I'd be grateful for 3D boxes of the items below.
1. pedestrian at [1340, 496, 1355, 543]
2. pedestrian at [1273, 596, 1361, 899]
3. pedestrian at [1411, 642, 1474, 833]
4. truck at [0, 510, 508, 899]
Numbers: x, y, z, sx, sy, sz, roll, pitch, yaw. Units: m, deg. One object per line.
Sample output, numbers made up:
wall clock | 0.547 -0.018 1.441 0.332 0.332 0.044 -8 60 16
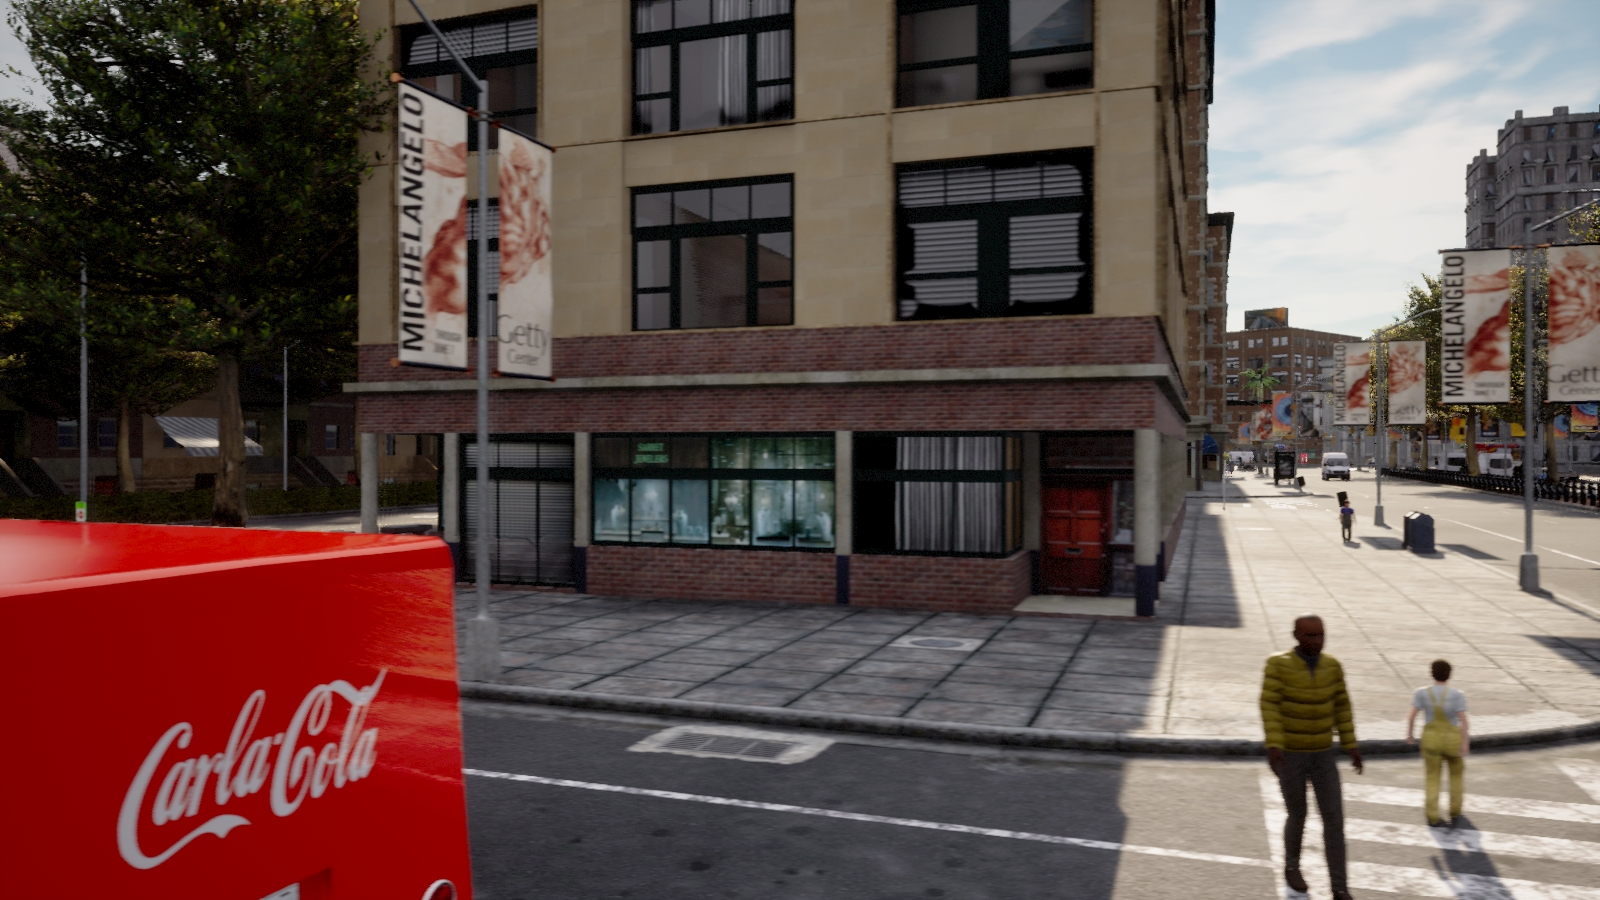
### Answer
pedestrian | 15.562 1.977 32.487 0.375 1.300 0.375 0 0 22
pedestrian | 3.162 1.849 7.003 0.375 1.860 0.375 0 0 2
pedestrian | 4.810 2.129 8.554 0.375 1.300 0.375 0 0 35
truck | -4.211 1.560 4.818 5.204 2.467 2.627 0 0 20
